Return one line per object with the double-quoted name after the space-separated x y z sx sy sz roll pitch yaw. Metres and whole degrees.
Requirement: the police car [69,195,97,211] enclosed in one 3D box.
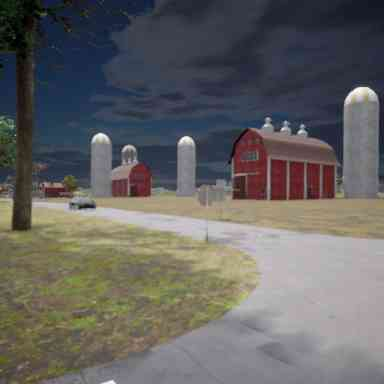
-11.812 1.151 35.922 1.930 1.638 5.238 1 -1 -34 "police car"
